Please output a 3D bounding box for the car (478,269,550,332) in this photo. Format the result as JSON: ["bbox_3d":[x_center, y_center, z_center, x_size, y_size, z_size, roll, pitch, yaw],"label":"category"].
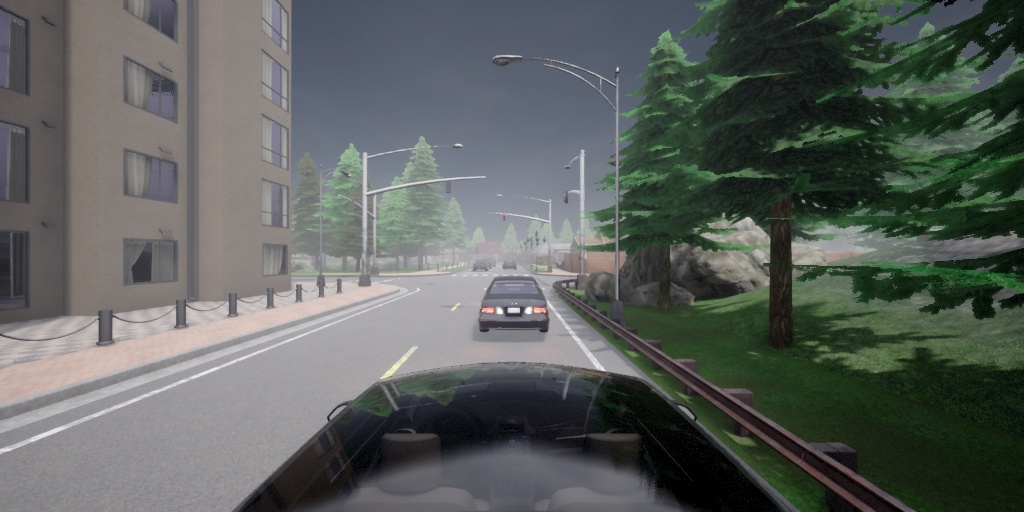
[{"bbox_3d":[0.066,1.297,10.778,2.033,1.411,5.357,0,0,1],"label":"car"}]

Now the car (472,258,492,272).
[{"bbox_3d":[-4.012,1.225,46.336,1.837,1.490,4.892,0,0,0],"label":"car"}]

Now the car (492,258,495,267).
[{"bbox_3d":[-4.068,1.225,55.802,1.837,1.490,4.892,0,0,0],"label":"car"}]

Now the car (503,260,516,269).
[{"bbox_3d":[-0.367,1.284,54.134,1.994,1.385,4.181,0,0,0],"label":"car"}]
